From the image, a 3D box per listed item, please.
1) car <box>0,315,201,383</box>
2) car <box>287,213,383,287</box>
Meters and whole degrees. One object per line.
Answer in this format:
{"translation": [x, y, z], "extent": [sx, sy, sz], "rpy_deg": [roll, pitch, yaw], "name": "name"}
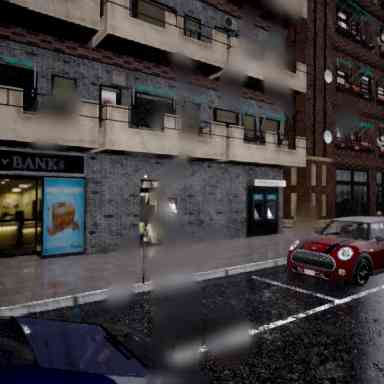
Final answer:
{"translation": [-1.860, 1.564, 1.744], "extent": [4.181, 1.385, 1.994], "rpy_deg": [0, 0, -36], "name": "car"}
{"translation": [4.517, 1.442, 9.319], "extent": [4.097, 1.590, 1.967], "rpy_deg": [0, 1, -36], "name": "car"}
